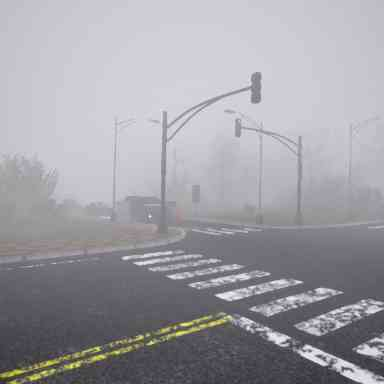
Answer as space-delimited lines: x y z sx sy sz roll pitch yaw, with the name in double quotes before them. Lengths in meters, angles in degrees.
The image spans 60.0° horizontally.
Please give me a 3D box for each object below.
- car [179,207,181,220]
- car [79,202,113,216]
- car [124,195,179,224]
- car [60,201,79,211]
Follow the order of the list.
"car" -2.923 1.529 29.791 2.097 1.767 4.553 2 -2 -37
"car" -9.496 1.700 33.779 1.994 1.385 4.181 2 -2 -37
"car" -3.607 1.300 25.818 2.150 2.045 5.566 2 -2 -35
"car" -15.529 1.679 42.351 1.882 1.535 5.008 2 -1 -34
